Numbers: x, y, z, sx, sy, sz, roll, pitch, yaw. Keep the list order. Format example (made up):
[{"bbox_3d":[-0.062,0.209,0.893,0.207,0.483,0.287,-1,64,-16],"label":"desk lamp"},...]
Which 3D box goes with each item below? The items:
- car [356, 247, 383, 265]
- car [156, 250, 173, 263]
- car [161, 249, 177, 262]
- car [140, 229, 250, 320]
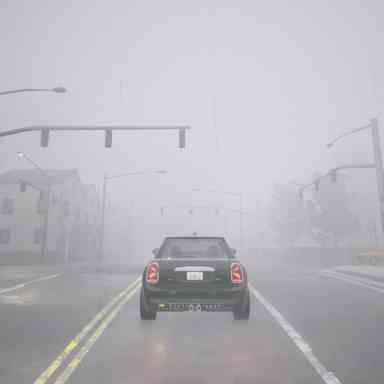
[{"bbox_3d":[16.464,5.364,28.069,5.008,1.535,1.882,0,-11,1],"label":"car"},{"bbox_3d":[-3.642,8.631,44.402,1.882,1.535,5.008,0,-11,0],"label":"car"},{"bbox_3d":[-3.655,10.343,54.282,2.150,2.045,5.566,0,-11,0],"label":"car"},{"bbox_3d":[0.061,1.807,8.234,2.097,1.767,4.553,0,-7,0],"label":"car"}]
